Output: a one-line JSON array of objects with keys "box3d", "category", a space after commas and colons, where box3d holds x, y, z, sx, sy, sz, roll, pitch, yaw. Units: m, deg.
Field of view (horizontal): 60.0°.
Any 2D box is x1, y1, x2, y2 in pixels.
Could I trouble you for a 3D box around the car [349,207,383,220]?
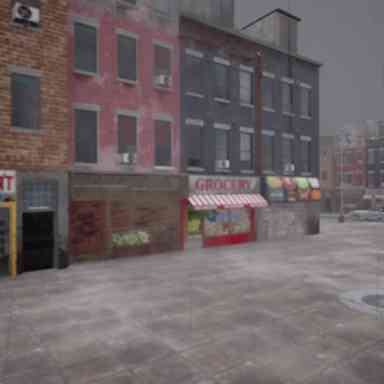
[{"box3d": [17.648, 2.067, 31.839, 1.895, 1.301, 4.718, 0, -2, -37], "category": "car"}]
